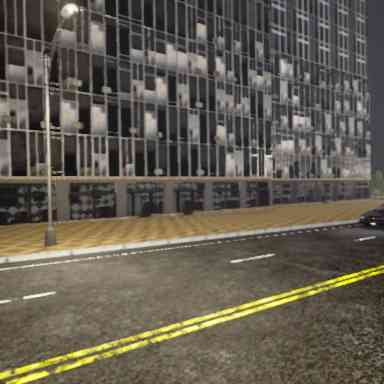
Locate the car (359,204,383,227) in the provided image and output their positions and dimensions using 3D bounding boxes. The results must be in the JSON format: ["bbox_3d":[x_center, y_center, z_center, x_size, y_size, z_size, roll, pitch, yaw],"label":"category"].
[{"bbox_3d":[12.422,1.383,20.400,5.357,1.411,2.033,-1,0,-35],"label":"car"}]
